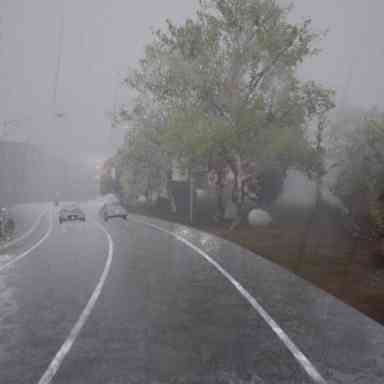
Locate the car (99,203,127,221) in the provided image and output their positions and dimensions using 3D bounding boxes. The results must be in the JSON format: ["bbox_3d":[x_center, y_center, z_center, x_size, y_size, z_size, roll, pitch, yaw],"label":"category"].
[{"bbox_3d":[-6.984,1.710,29.116,2.033,1.411,5.357,-3,0,-22],"label":"car"}]

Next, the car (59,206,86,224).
[{"bbox_3d":[-10.088,1.865,27.888,1.994,1.385,4.181,-3,0,-22],"label":"car"}]
